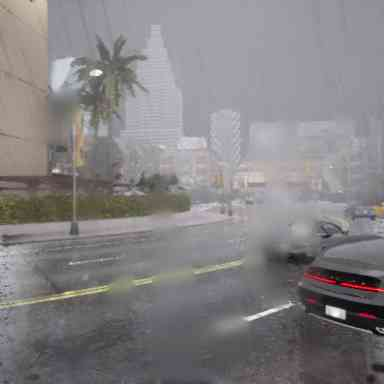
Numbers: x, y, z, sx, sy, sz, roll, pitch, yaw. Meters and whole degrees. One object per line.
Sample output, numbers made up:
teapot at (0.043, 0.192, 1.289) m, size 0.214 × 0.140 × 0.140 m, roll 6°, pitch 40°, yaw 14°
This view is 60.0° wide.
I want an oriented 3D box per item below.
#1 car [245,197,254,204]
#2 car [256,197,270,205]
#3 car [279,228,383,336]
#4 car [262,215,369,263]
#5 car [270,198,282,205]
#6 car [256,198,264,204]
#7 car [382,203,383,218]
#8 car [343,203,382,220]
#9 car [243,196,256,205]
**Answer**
car at (14.887, 2.175, 86.628) m, size 2.185 × 1.767 × 4.553 m, roll 0°, pitch -1°, yaw 9°
car at (16.554, 2.285, 78.249) m, size 1.994 × 1.385 × 4.181 m, roll 0°, pitch -1°, yaw 10°
car at (3.990, 1.560, 6.491) m, size 4.892 × 1.490 × 1.837 m, roll 1°, pitch -1°, yaw -40°
car at (4.240, 1.669, 11.492) m, size 4.181 × 1.385 × 1.994 m, roll 0°, pitch -1°, yaw -44°
car at (20.088, 2.317, 78.155) m, size 1.895 × 1.301 × 4.718 m, roll 0°, pitch -1°, yaw 10°
car at (19.010, 2.395, 92.778) m, size 2.128 × 1.511 × 4.902 m, roll 0°, pitch -1°, yaw 10°
car at (19.307, 1.752, 32.784) m, size 1.882 × 1.535 × 5.008 m, roll 0°, pitch -1°, yaw 13°
car at (15.336, 1.812, 30.656) m, size 2.033 × 1.411 × 5.357 m, roll 0°, pitch -1°, yaw 15°
car at (13.953, 2.240, 80.269) m, size 2.097 × 1.535 × 5.008 m, roll 0°, pitch -1°, yaw 9°
